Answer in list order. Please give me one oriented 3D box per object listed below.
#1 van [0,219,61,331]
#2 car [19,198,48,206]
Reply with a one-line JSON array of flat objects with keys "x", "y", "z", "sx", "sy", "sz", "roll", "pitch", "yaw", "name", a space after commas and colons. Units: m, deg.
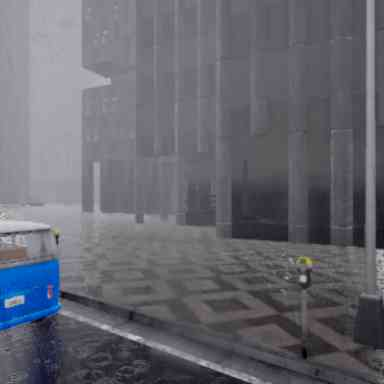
[{"x": -4.044, "y": 1.333, "z": 5.850, "sx": 3.998, "sy": 1.788, "sz": 1.690, "roll": 0, "pitch": 0, "yaw": 36, "name": "van"}, {"x": -25.773, "y": 1.686, "z": 54.371, "sx": 2.097, "sy": 1.767, "sz": 4.553, "roll": 0, "pitch": -1, "yaw": 36, "name": "car"}]
